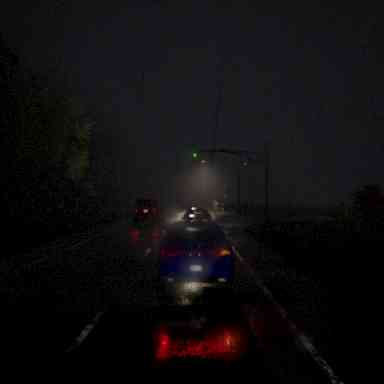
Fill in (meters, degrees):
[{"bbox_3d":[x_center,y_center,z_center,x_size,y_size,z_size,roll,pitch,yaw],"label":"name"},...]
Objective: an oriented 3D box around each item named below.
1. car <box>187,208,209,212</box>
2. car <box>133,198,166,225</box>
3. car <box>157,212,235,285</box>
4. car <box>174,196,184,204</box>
[{"bbox_3d":[0.396,1.782,22.093,2.033,1.411,5.357,0,-1,6],"label":"car"},{"bbox_3d":[-3.419,1.512,27.225,2.150,2.045,5.566,0,0,0],"label":"car"},{"bbox_3d":[0.093,1.583,9.888,1.882,1.535,5.008,0,-1,0],"label":"car"},{"bbox_3d":[-3.569,2.268,88.550,2.097,1.767,4.553,0,-1,0],"label":"car"}]
